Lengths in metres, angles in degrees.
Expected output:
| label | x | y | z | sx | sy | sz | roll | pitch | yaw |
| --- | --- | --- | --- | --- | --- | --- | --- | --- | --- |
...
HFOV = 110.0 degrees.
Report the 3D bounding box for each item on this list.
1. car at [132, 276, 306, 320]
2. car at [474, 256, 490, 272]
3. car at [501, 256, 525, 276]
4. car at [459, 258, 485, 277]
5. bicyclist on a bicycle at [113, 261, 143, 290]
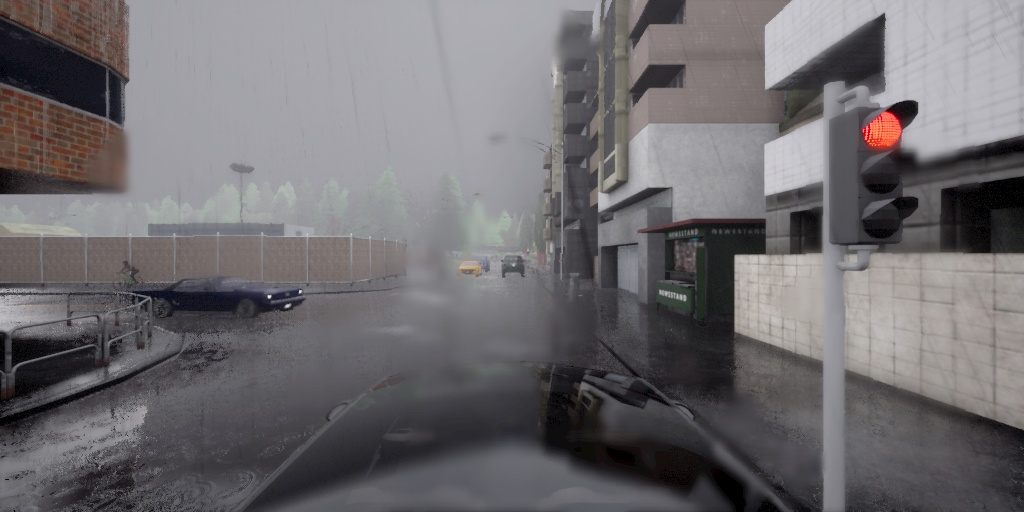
| label | x | y | z | sx | sy | sz | roll | pitch | yaw |
| --- | --- | --- | --- | --- | --- | --- | --- | --- | --- |
| car | -9.674 | 1.350 | 12.102 | 4.718 | 1.301 | 1.895 | 0 | 0 | 4 |
| car | -4.072 | 0.970 | 46.517 | 2.150 | 2.045 | 5.566 | 0 | 0 | 0 |
| car | 0.118 | 0.970 | 36.687 | 2.150 | 2.045 | 5.566 | 0 | 0 | 0 |
| car | -4.105 | 1.226 | 35.815 | 1.882 | 1.535 | 5.008 | 0 | 0 | 0 |
| bicyclist on a bicycle | -22.177 | 1.099 | 20.723 | 0.582 | 1.620 | 1.656 | 0 | 0 | 0 |
